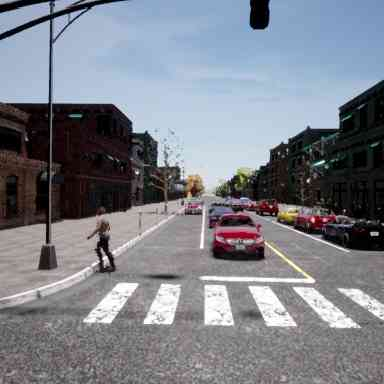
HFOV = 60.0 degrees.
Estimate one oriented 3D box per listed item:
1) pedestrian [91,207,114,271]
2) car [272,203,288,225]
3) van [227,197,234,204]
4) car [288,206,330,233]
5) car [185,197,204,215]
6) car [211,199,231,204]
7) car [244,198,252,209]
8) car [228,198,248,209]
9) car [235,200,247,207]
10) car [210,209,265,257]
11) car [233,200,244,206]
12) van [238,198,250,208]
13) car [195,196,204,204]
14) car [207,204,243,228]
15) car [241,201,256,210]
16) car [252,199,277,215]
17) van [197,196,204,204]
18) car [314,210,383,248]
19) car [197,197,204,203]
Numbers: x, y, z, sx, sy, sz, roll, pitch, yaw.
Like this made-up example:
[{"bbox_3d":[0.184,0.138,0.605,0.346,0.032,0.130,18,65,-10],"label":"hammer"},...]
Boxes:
[{"bbox_3d":[-2.558,1.306,9.500,0.375,1.860,0.375,0,0,2],"label":"pedestrian"},{"bbox_3d":[8.142,1.863,27.186,1.752,1.417,4.829,0,-1,2],"label":"car"},{"bbox_3d":[10.814,2.287,93.541,1.690,1.788,3.998,0,-1,2],"label":"van"},{"bbox_3d":[7.913,1.726,21.473,1.967,1.590,4.097,0,-1,2],"label":"car"},{"bbox_3d":[0.210,1.745,38.440,1.967,1.590,4.097,0,-1,2],"label":"car"},{"bbox_3d":[2.628,1.810,33.884,1.837,1.490,4.892,1,-1,2],"label":"car"},{"bbox_3d":[9.028,1.981,49.191,1.967,1.590,4.097,0,-1,2],"label":"car"},{"bbox_3d":[6.415,2.038,48.386,2.033,1.411,5.357,1,-1,2],"label":"car"},{"bbox_3d":[9.697,2.237,65.821,1.887,1.381,4.507,0,-1,2],"label":"car"},{"bbox_3d":[1.778,1.644,13.632,1.812,1.442,4.674,1,0,3],"label":"car"},{"bbox_3d":[9.920,2.325,71.365,1.802,1.307,4.206,0,-1,2],"label":"car"},{"bbox_3d":[9.475,1.983,60.280,1.690,1.788,3.998,0,-1,2],"label":"van"},{"bbox_3d":[1.996,2.026,82.790,2.192,1.841,5.009,0,-1,2],"label":"car"},{"bbox_3d":[2.209,1.774,23.576,1.994,1.385,4.181,1,0,2],"label":"car"},{"bbox_3d":[9.251,2.173,54.734,1.802,1.307,4.206,0,-1,2],"label":"car"},{"bbox_3d":[8.583,1.754,38.105,2.192,1.841,5.009,0,-1,2],"label":"car"},{"bbox_3d":[2.218,2.102,88.334,1.690,1.788,3.998,0,-1,2],"label":"van"},{"bbox_3d":[7.689,1.800,15.928,1.947,1.339,4.313,0,-1,2],"label":"car"},{"bbox_3d":[2.441,2.252,93.877,1.967,1.590,4.097,0,-1,2],"label":"car"}]
